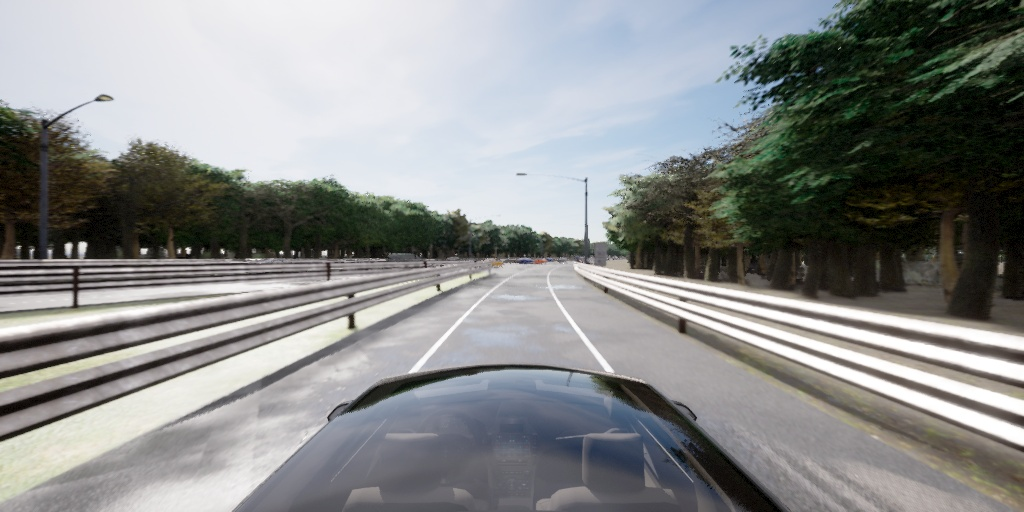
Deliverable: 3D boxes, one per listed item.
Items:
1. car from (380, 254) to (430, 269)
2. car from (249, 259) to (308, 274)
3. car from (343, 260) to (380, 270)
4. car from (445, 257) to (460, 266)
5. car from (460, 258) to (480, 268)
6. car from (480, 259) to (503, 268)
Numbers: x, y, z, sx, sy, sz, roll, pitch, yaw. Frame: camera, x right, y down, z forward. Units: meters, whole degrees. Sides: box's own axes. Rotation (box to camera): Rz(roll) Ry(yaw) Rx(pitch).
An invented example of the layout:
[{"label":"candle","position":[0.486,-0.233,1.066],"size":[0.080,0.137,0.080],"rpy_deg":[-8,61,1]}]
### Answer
[{"label":"car","position":[-10.916,0.800,37.821],"size":[2.150,2.045,5.566],"rpy_deg":[0,0,20]},{"label":"car","position":[-20.601,0.984,31.750],"size":[2.128,1.511,4.902],"rpy_deg":[0,0,20]},{"label":"car","position":[-14.906,1.095,37.111],"size":[2.033,1.411,5.357],"rpy_deg":[0,0,20]},{"label":"car","position":[-9.608,0.980,61.691],"size":[2.097,1.767,4.553],"rpy_deg":[1,0,20]},{"label":"car","position":[-6.307,1.143,60.540],"size":[1.882,1.535,5.008],"rpy_deg":[0,0,20]},{"label":"car","position":[-3.003,1.167,59.383],"size":[1.882,1.535,5.008],"rpy_deg":[0,0,20]}]
